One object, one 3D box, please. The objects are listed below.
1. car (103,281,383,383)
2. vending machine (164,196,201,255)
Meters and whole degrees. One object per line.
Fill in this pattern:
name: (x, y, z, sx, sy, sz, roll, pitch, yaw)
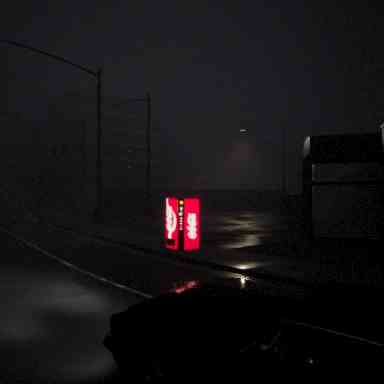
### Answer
car: (1.293, 1.600, 3.169, 4.718, 1.301, 1.895, 0, 0, 37)
vending machine: (-0.354, 1.195, 12.567, 1.100, 2.100, 0.880, 0, 0, -40)
